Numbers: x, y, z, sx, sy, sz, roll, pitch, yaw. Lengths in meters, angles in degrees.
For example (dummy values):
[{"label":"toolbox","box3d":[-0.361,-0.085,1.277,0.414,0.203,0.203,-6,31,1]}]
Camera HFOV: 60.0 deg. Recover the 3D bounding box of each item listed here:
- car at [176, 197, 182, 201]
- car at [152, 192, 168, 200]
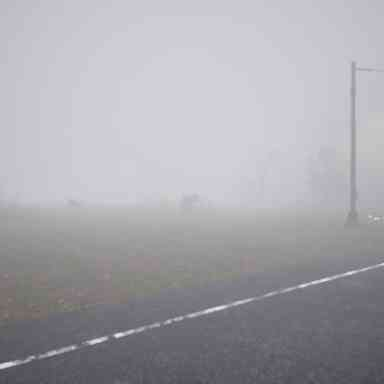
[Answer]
[{"label":"car","box3d":[-1.169,1.401,59.244,1.994,1.385,4.181,0,0,-33]},{"label":"car","box3d":[-6.862,1.028,67.712,2.150,2.045,5.566,0,0,-34]}]
